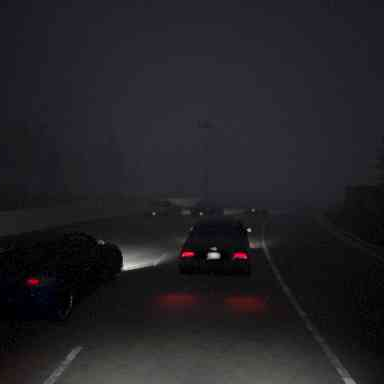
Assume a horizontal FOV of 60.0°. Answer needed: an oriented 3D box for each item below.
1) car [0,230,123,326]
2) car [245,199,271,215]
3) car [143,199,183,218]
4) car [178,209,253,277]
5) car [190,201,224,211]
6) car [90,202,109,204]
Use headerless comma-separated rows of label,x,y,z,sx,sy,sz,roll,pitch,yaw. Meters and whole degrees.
car,-2.932,1.502,7.109,1.994,1.385,4.181,0,0,5
car,6.094,1.329,30.796,1.812,1.442,4.674,0,0,21
car,-2.299,1.393,28.078,1.895,1.301,4.718,0,0,17
car,0.818,1.478,10.052,2.033,1.411,5.357,0,0,7
car,1.418,1.405,28.220,1.895,1.301,4.718,0,0,18
car,-11.197,0.869,44.262,2.150,2.045,5.566,0,0,25
